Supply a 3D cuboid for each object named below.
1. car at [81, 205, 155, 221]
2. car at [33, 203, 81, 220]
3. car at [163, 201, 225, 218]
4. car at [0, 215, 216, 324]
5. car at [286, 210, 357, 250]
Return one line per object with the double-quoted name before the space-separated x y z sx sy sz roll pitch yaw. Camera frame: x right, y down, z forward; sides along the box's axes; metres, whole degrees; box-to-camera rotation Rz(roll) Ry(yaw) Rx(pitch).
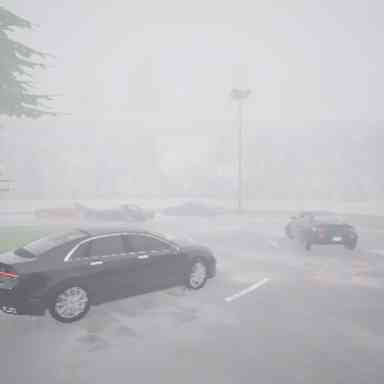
"car" -5.162 1.576 23.645 4.718 1.301 1.895 0 0 19
"car" -10.332 1.582 27.324 4.718 1.301 1.895 0 0 -8
"car" 0.143 1.503 28.732 5.357 1.411 2.033 0 0 29
"car" -1.580 1.497 7.250 4.892 1.490 1.837 0 1 -41
"car" 5.321 1.492 14.069 1.812 1.442 4.674 1 0 4
